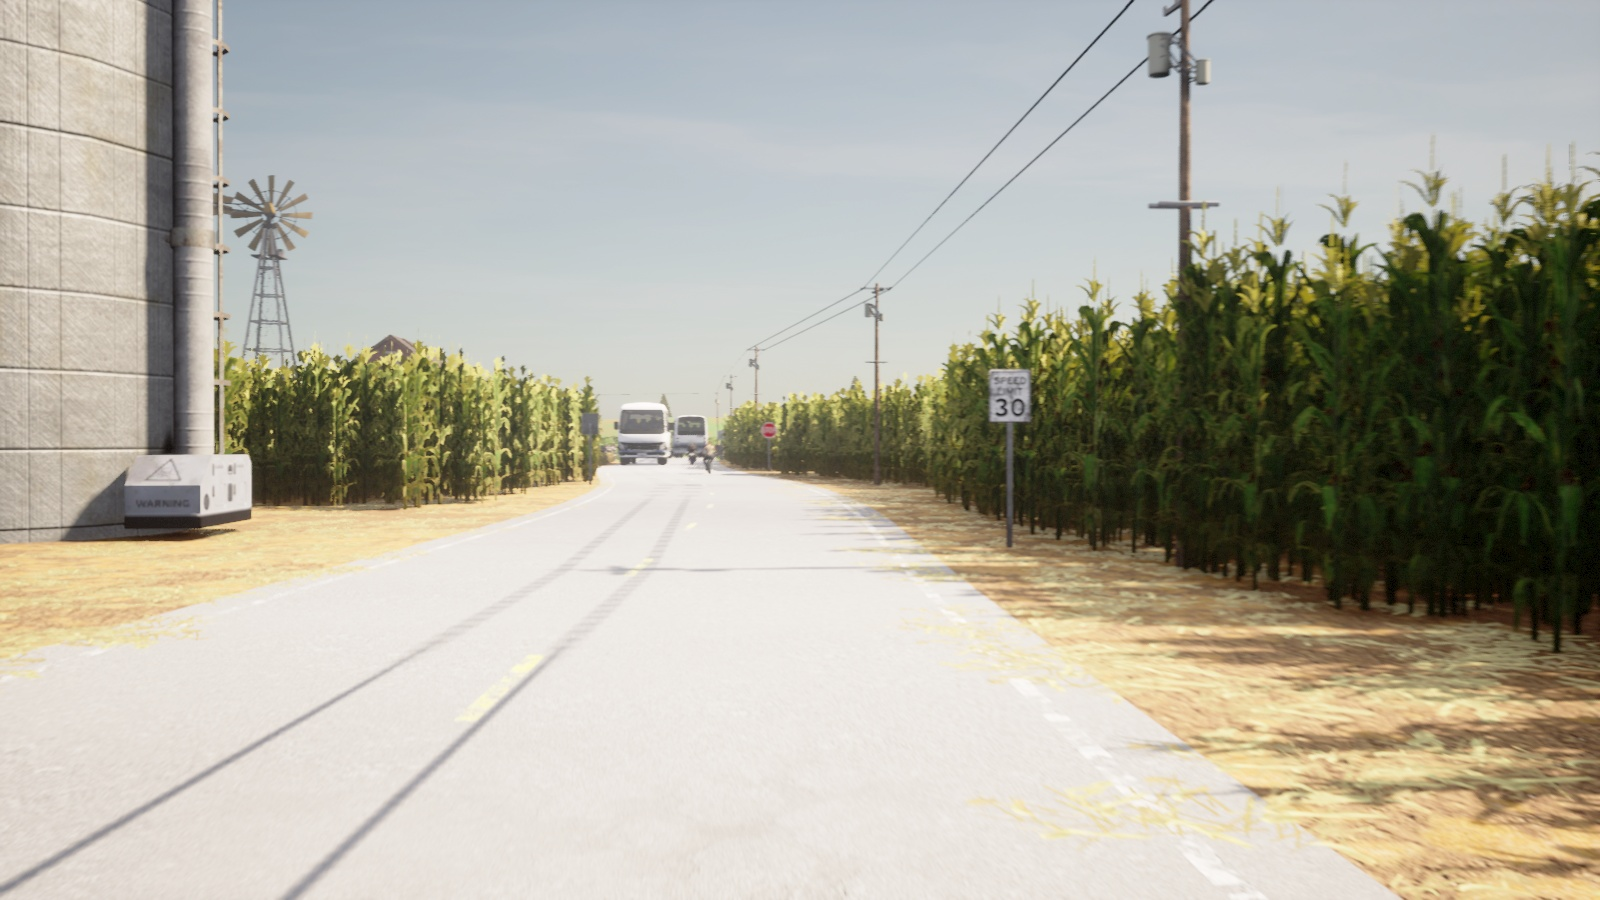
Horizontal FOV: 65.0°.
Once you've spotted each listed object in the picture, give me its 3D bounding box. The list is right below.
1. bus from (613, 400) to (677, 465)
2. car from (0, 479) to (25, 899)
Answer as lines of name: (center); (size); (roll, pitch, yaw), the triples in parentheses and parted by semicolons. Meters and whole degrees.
bus: (-10.642, -1.129, 87.498); (3.944, 4.253, 10.273); (0, 0, -4)
car: (-3.290, 0.783, 3.054); (1.481, 1.376, 2.207); (0, 0, -2)
